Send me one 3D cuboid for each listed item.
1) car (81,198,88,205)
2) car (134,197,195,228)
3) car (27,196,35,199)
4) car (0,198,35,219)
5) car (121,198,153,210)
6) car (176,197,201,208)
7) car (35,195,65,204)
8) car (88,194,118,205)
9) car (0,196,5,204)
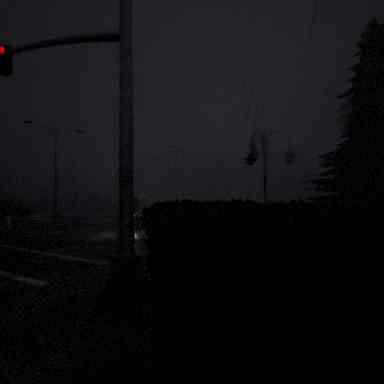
[{"bbox_3d":[-18.100,1.352,60.385,1.905,1.878,3.866,0,0,35],"label":"car"},{"bbox_3d":[-1.822,1.431,21.844,2.097,1.767,4.553,0,0,35],"label":"car"},{"bbox_3d":[-33.911,1.612,71.301,1.970,1.475,3.806,0,0,35],"label":"car"},{"bbox_3d":[-15.604,1.495,26.926,2.007,1.523,4.514,0,0,35],"label":"car"},{"bbox_3d":[-7.204,1.558,43.803,1.970,1.475,3.806,0,0,35],"label":"car"},{"bbox_3d":[-0.462,1.532,48.104,1.845,1.501,3.633,0,0,35],"label":"car"},{"bbox_3d":[-28.504,1.498,67.830,2.152,1.636,5.027,0,0,35],"label":"car"},{"bbox_3d":[-15.497,1.357,59.030,1.932,1.855,4.605,0,0,35],"label":"car"},{"bbox_3d":[-40.991,1.697,67.700,2.007,1.523,4.514,0,0,35],"label":"car"}]
